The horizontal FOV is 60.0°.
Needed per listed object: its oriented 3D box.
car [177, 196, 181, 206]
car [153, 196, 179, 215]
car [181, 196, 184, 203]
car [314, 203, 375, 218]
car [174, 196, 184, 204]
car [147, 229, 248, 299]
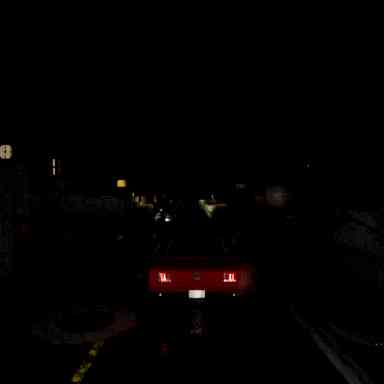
[{"bbox_3d":[-2.843,1.552,44.925,1.812,1.442,4.674,0,0,0],"label":"car"},{"bbox_3d":[-2.914,1.498,34.696,2.128,1.511,4.902,0,0,2],"label":"car"},{"bbox_3d":[-2.835,1.618,55.320,1.994,1.385,4.181,0,0,0],"label":"car"},{"bbox_3d":[11.791,1.469,24.560,5.357,1.411,2.033,0,3,2],"label":"car"},{"bbox_3d":[-2.754,1.578,69.954,1.882,1.535,5.008,0,0,0],"label":"car"},{"bbox_3d":[0.100,1.594,8.362,1.895,1.301,4.718,0,0,0],"label":"car"}]
